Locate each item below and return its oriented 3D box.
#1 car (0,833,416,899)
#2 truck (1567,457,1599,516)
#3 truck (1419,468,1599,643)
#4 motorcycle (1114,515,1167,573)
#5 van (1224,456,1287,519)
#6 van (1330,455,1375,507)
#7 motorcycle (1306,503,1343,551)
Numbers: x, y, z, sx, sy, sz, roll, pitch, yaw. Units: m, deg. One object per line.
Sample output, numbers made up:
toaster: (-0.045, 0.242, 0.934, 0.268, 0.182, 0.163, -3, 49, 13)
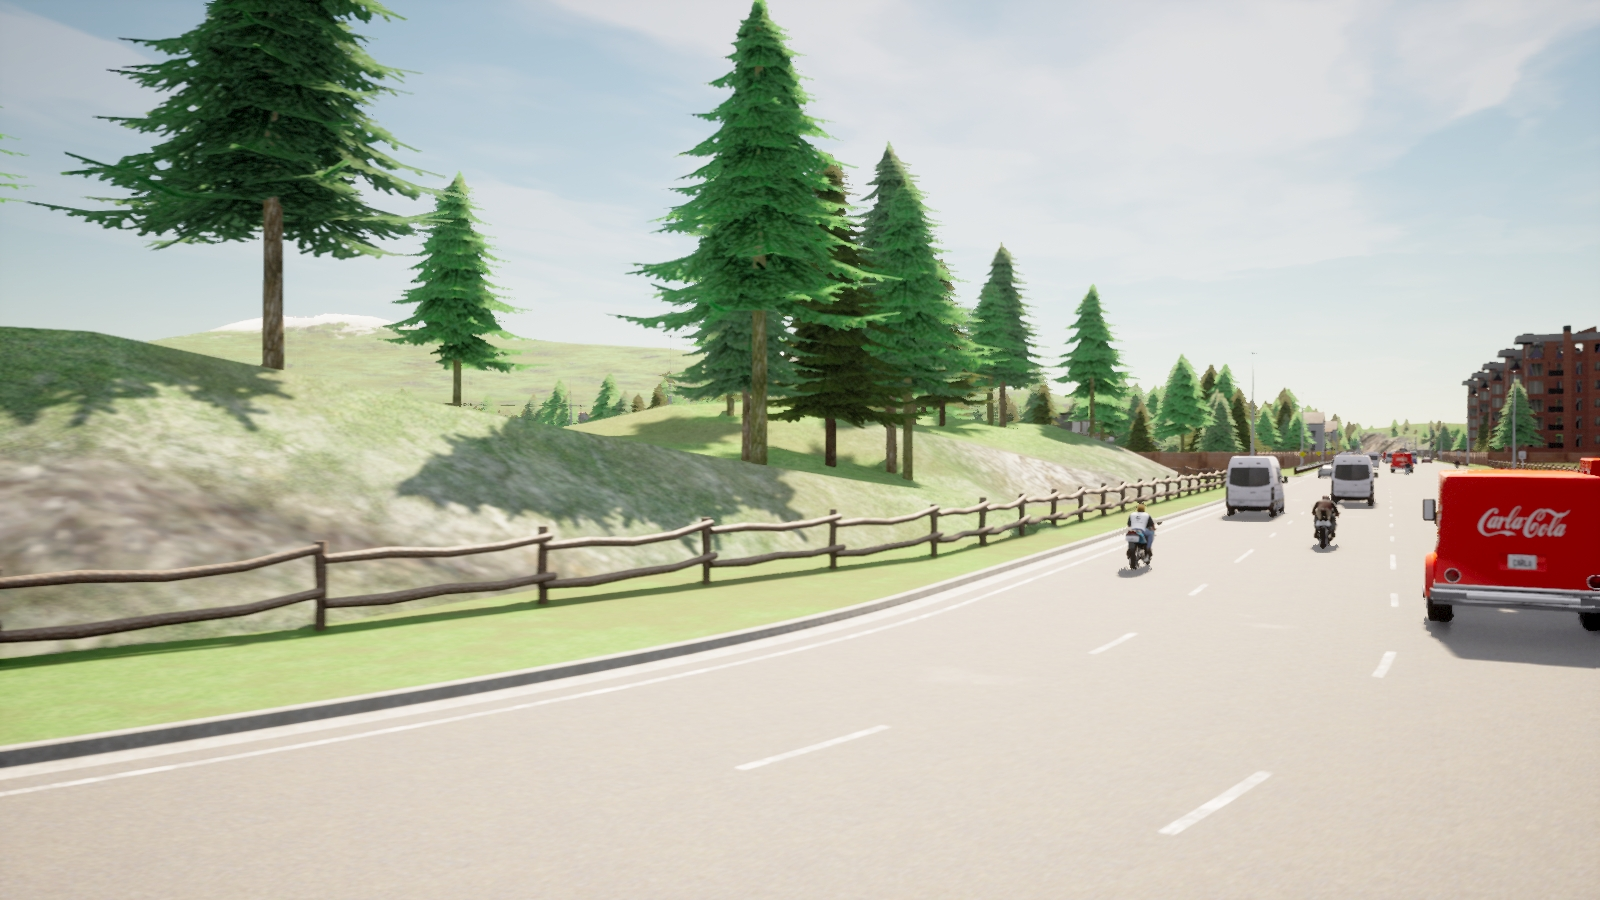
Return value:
car: (-2.891, 2.034, 1.446, 5.006, 1.535, 2.097, 0, 0, -36)
truck: (36.427, 1.595, 51.358, 2.627, 2.467, 5.204, 0, 0, 27)
truck: (12.033, 1.577, 19.399, 2.627, 2.467, 5.204, 0, 0, 28)
motorcycle: (8.048, 2.197, 26.967, 0.803, 1.199, 2.033, -1, 0, 28)
van: (20.046, 1.556, 50.161, 1.988, 2.561, 5.915, 0, 0, 27)
van: (29.106, 1.561, 60.085, 1.988, 2.561, 5.915, 0, 0, 27)
motorcycle: (15.351, 2.219, 33.390, 0.867, 1.251, 2.209, 0, 0, 28)
